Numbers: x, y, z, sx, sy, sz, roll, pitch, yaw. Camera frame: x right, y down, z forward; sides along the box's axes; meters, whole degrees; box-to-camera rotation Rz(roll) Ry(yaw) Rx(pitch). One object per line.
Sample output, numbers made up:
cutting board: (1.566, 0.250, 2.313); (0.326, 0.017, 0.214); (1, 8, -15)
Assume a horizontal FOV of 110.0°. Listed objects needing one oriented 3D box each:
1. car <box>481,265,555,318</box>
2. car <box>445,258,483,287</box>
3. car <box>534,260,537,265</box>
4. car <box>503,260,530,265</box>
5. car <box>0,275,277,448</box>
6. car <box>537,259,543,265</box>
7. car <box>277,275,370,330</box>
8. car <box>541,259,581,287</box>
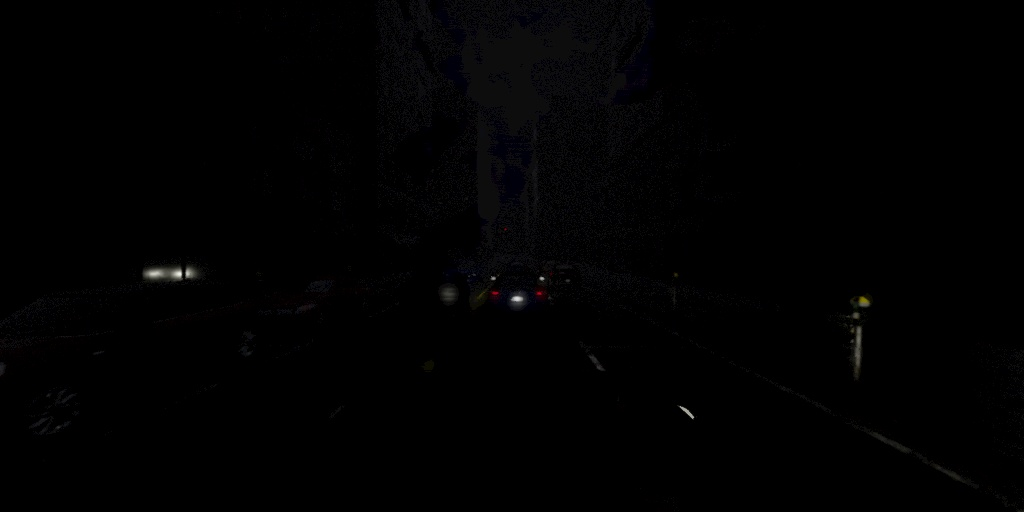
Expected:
car: (0.193, 1.195, 12.370); (1.994, 1.385, 4.181); (0, 1, 1)
car: (-2.898, 0.989, 22.521); (1.882, 1.535, 5.008); (0, 1, 1)
car: (3.167, 0.967, 32.818); (1.948, 1.339, 4.313); (0, 0, 1)
car: (0.337, 0.990, 27.032); (1.812, 1.442, 4.674); (0, 1, 1)
car: (-5.649, 1.144, 4.974); (1.967, 1.591, 4.097); (0, 0, 1)
car: (3.113, 0.992, 27.402); (1.751, 1.417, 4.829); (0, 0, 1)
car: (-5.595, 1.224, 10.559); (1.802, 1.307, 4.207); (0, 0, 1)
car: (3.055, 1.081, 21.647); (2.007, 1.370, 4.403); (0, 0, 1)
